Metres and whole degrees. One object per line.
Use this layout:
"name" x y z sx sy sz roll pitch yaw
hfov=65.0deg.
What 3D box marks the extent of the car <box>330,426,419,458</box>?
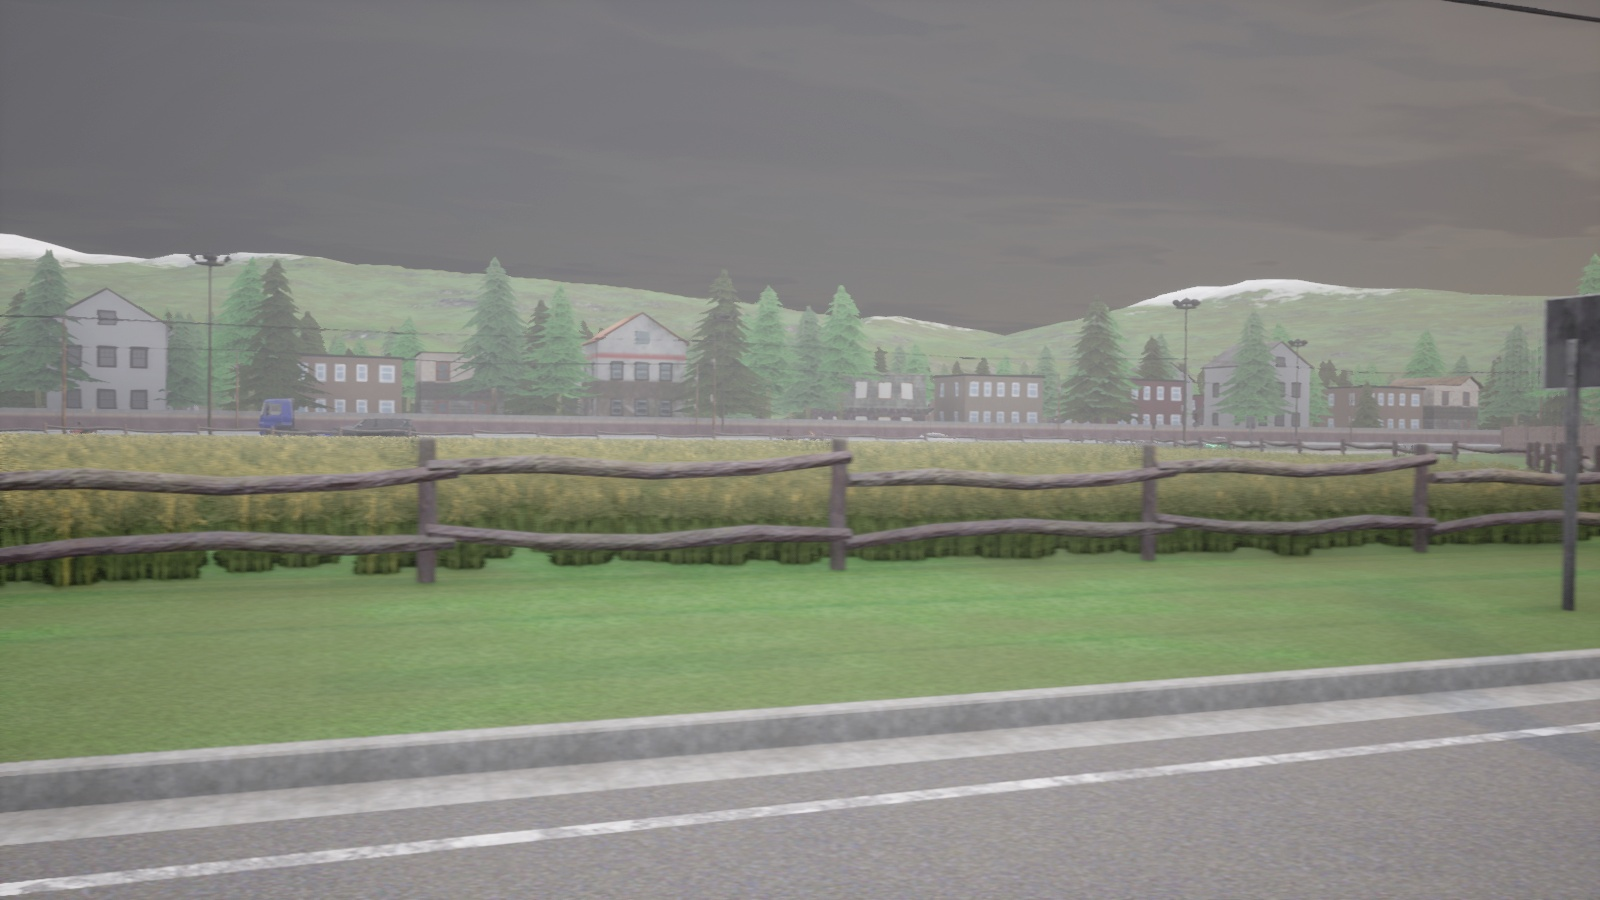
"car" -28.610 -0.542 84.357 5.566 2.045 2.150 -1 1 -20
